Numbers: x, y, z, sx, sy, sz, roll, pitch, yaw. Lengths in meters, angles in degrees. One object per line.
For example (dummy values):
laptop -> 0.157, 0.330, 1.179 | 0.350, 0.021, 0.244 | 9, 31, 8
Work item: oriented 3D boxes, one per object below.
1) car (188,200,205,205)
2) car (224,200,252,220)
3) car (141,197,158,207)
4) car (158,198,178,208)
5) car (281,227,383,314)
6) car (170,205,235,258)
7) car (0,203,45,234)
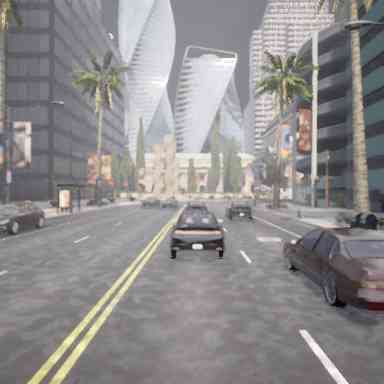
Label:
car -> 0.373, 1.462, 28.084 | 1.837, 1.490, 4.892 | 0, 0, 1
car -> 3.873, 1.481, 28.039 | 1.837, 1.490, 4.892 | 0, 0, 1
car -> -5.993, 1.438, 49.326 | 2.033, 1.411, 5.357 | 0, 0, 7
car -> -2.930, 1.460, 45.561 | 2.033, 1.411, 5.357 | 0, 0, 3
car -> 3.635, 1.555, 7.889 | 2.033, 1.411, 5.357 | 0, 0, 1
car -> 0.206, 1.472, 12.691 | 2.128, 1.511, 4.902 | 0, 0, 1
car -> -9.903, 1.399, 18.493 | 2.231, 1.521, 4.892 | 0, 0, 1
